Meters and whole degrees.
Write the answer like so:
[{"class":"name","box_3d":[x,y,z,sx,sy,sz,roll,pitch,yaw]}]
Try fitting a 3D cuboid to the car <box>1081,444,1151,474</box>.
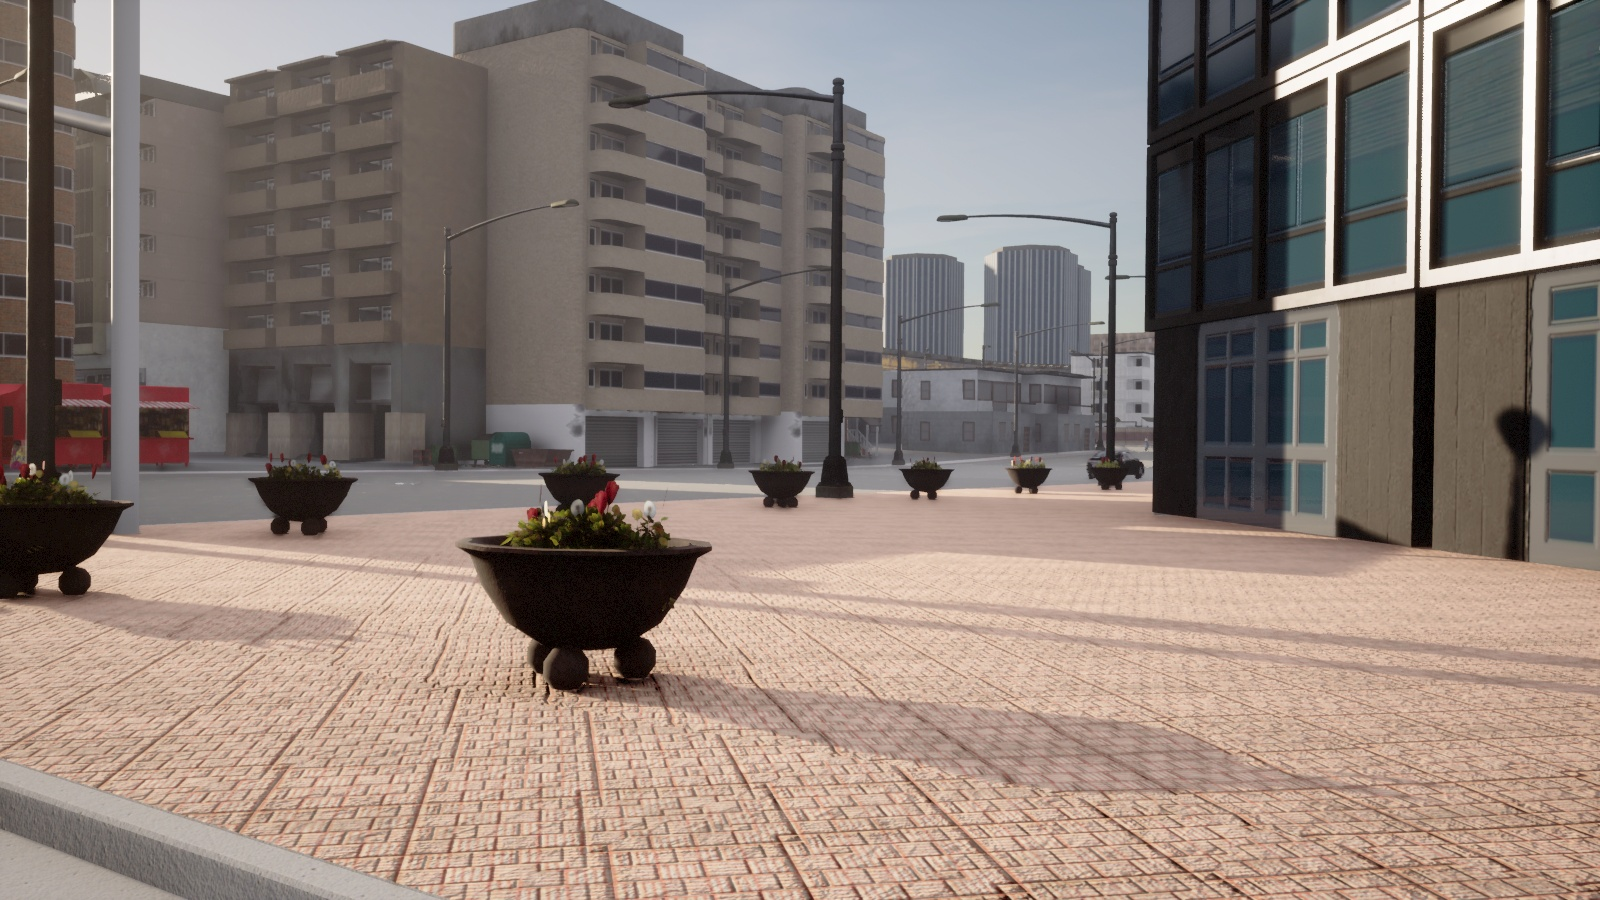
[{"class":"car","box_3d":[16.813,0.455,66.624,2.128,1.511,4.902,0,0,33]}]
